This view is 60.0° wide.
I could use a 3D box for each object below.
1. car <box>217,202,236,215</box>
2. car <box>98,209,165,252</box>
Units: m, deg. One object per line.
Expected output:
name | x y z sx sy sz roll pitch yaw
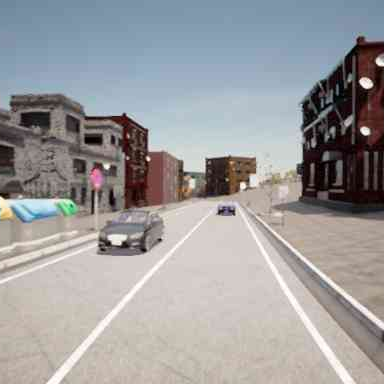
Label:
car | 3.750 1.714 35.987 1.895 1.301 4.718 0 0 7
car | -2.374 1.522 14.076 2.128 1.511 4.902 0 0 6
